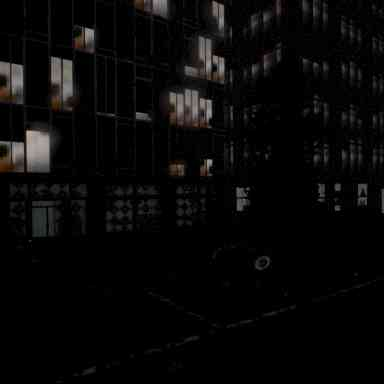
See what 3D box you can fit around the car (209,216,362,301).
[{"bbox_3d":[2.355,1.439,8.234,4.097,1.590,1.967,0,-1,-35],"label":"car"}]
